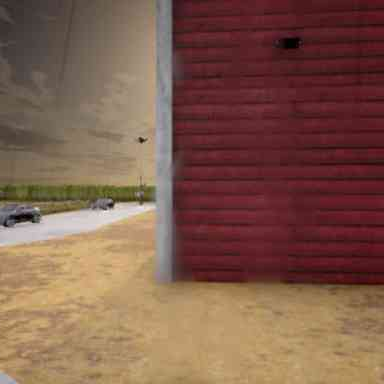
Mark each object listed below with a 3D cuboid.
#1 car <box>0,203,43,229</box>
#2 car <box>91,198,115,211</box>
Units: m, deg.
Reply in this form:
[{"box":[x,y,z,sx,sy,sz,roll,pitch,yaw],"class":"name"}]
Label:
[{"box":[-12.056,1.539,22.401,2.128,1.511,4.902,0,0,7],"class":"car"},{"box":[-11.174,1.580,42.110,1.837,1.490,4.892,0,0,2],"class":"car"}]
